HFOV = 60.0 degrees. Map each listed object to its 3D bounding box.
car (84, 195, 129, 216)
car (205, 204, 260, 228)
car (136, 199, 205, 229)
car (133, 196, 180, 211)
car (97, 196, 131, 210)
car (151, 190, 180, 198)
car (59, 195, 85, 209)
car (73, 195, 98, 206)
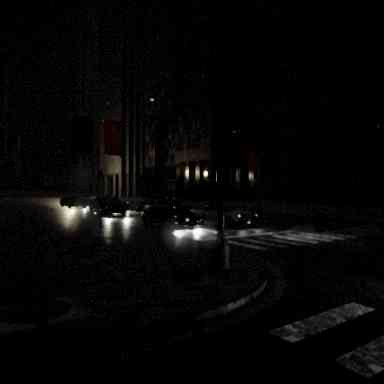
[{"bbox_3d":[-7.260,1.130,28.482,1.882,1.535,5.008,0,1,-35],"label":"car"},{"bbox_3d":[2.000,1.417,20.946,1.895,1.301,4.718,0,1,-36],"label":"car"},{"bbox_3d":[-1.407,1.346,20.118,1.994,1.385,4.181,0,1,-35],"label":"car"},{"bbox_3d":[-3.272,1.299,28.449,1.895,1.301,4.718,0,1,-35],"label":"car"},{"bbox_3d":[-8.492,1.185,35.917,1.895,1.301,4.718,0,1,-35],"label":"car"},{"bbox_3d":[-3.595,0.829,40.596,2.150,2.045,5.566,0,1,-35],"label":"car"},{"bbox_3d":[-13.331,1.066,37.156,2.033,1.411,5.357,0,1,-35],"label":"car"},{"bbox_3d":[-14.154,1.061,44.047,1.895,1.301,4.718,0,1,-35],"label":"car"}]
